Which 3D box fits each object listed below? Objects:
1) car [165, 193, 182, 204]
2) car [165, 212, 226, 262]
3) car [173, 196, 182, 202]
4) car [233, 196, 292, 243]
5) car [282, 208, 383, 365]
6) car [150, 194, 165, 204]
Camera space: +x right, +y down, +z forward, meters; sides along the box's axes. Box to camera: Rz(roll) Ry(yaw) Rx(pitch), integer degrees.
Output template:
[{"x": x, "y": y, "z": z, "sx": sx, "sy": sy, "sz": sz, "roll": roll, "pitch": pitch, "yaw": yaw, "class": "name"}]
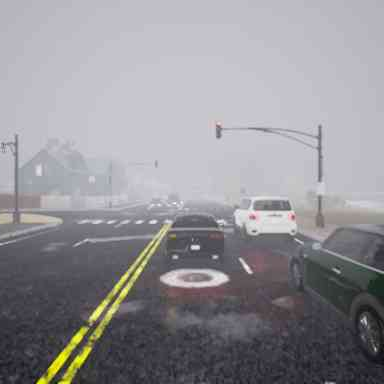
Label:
[{"x": -3.286, "y": 1.187, "z": 61.151, "sx": 2.150, "sy": 2.045, "sz": 5.566, "roll": 0, "pitch": 0, "yaw": 1, "class": "car"}, {"x": 0.099, "y": 1.463, "z": 12.052, "sx": 1.882, "sy": 1.535, "sz": 5.008, "roll": 0, "pitch": 0, "yaw": 0, "class": "car"}, {"x": -3.261, "y": 1.570, "z": 76.748, "sx": 1.895, "sy": 1.301, "sz": 4.718, "roll": 0, "pitch": 0, "yaw": 0, "class": "car"}, {"x": 3.347, "y": 1.203, "z": 16.189, "sx": 2.150, "sy": 2.045, "sz": 5.566, "roll": 0, "pitch": 0, "yaw": 0, "class": "car"}, {"x": 3.349, "y": 1.344, "z": 5.976, "sx": 2.097, "sy": 1.767, "sz": 4.553, "roll": 0, "pitch": 0, "yaw": 0, "class": "car"}, {"x": -6.539, "y": 1.530, "z": 61.200, "sx": 1.994, "sy": 1.385, "sz": 4.181, "roll": 0, "pitch": 0, "yaw": 1, "class": "car"}]
